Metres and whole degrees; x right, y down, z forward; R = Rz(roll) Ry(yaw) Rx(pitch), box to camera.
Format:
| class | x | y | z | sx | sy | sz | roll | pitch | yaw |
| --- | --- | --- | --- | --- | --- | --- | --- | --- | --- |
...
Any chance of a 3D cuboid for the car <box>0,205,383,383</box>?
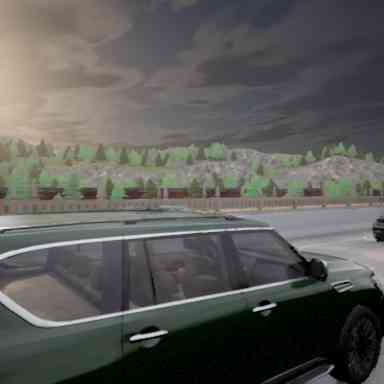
| class | x | y | z | sx | sy | sz | roll | pitch | yaw |
| --- | --- | --- | --- | --- | --- | --- | --- | --- | --- |
| car | -0.049 | 1.222 | 3.711 | 5.566 | 2.045 | 2.150 | 0 | 0 | -35 |

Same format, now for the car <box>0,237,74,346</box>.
| class | x | y | z | sx | sy | sz | roll | pitch | yaw |
| --- | --- | --- | --- | --- | --- | --- | --- | --- | --- |
| car | -4.421 | 1.601 | 4.892 | 4.718 | 1.301 | 1.895 | 0 | 0 | -35 |

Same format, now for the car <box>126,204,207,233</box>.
| class | x | y | z | sx | sy | sz | roll | pitch | yaw |
| --- | --- | --- | --- | --- | --- | --- | --- | --- | --- |
| car | -1.467 | 1.526 | 20.124 | 4.674 | 1.442 | 1.812 | 0 | 0 | -36 |

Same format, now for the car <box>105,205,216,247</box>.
| class | x | y | z | sx | sy | sz | roll | pitch | yaw |
| --- | --- | --- | --- | --- | --- | --- | --- | --- | --- |
| car | -1.416 | 1.492 | 15.877 | 4.902 | 1.511 | 2.128 | 0 | 0 | -35 |

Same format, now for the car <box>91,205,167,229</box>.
| class | x | y | z | sx | sy | sz | roll | pitch | yaw |
| --- | --- | --- | --- | --- | --- | --- | --- | --- | --- |
| car | -4.188 | 1.601 | 22.498 | 4.718 | 1.301 | 1.895 | 0 | 0 | -35 |
